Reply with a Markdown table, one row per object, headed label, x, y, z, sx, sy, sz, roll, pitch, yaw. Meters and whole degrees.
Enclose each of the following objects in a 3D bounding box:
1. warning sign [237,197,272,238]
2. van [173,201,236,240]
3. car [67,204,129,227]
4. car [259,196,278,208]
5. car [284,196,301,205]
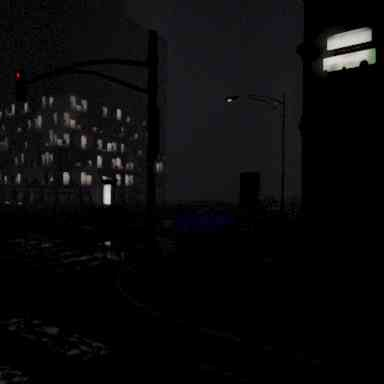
| label | x | y | z | sx | sy | sz | roll | pitch | yaw |
| --- | --- | --- | --- | --- | --- | --- | --- | --- | --- |
| warning sign | 3.043 | 1.171 | 16.176 | 1.300 | 1.860 | 1.060 | 1 | 1 | 35 |
| van | 0.761 | 1.360 | 17.071 | 1.690 | 1.788 | 3.998 | 1 | 1 | 35 |
| car | -6.070 | 1.452 | 21.931 | 1.947 | 1.339 | 4.313 | 1 | 1 | 35 |
| car | 9.965 | 1.279 | 44.471 | 1.967 | 1.590 | 4.097 | 1 | 1 | 35 |
| car | 16.280 | 1.349 | 53.350 | 1.752 | 1.417 | 4.829 | 1 | 1 | 35 |
